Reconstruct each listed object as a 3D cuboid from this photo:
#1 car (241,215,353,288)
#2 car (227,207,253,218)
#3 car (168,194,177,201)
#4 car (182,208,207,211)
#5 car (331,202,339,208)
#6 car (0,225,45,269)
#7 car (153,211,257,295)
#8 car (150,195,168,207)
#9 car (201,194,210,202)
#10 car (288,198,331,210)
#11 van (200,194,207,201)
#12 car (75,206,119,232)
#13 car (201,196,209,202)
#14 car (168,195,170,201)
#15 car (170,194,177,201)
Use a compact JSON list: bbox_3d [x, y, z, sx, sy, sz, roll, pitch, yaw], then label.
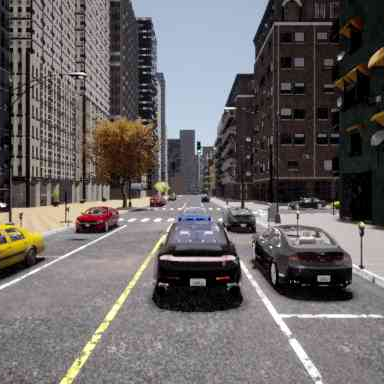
[{"bbox_3d":[2.725,1.552,9.030,2.008,1.369,4.403,0,0,0],"label":"car"},{"bbox_3d":[2.772,1.557,20.096,2.008,1.369,4.403,0,0,0],"label":"car"},{"bbox_3d":[-5.306,1.416,91.179,2.192,1.841,5.009,0,0,0],"label":"car"},{"bbox_3d":[0.168,1.607,20.628,1.895,1.301,4.718,0,0,0],"label":"car"},{"bbox_3d":[18.989,1.261,39.487,4.829,1.417,1.752,-1,1,0],"label":"car"},{"bbox_3d":[-5.656,1.527,8.896,1.752,1.417,4.829,0,0,0],"label":"car"},{"bbox_3d":[0.125,1.494,8.718,2.128,1.511,4.902,0,0,0],"label":"car"},{"bbox_3d":[-5.471,1.353,52.520,2.192,1.841,5.009,0,0,0],"label":"car"},{"bbox_3d":[3.005,1.635,74.575,1.947,1.339,4.313,0,0,0],"label":"car"},{"bbox_3d":[13.592,1.362,39.456,4.403,1.369,2.008,-1,1,0],"label":"car"},{"bbox_3d":[3.051,1.430,85.621,1.690,1.788,3.998,0,0,0],"label":"van"},{"bbox_3d":[-5.608,1.551,20.132,1.887,1.381,4.507,0,0,0],"label":"car"},{"bbox_3d":[3.029,1.604,80.267,1.752,1.417,4.829,0,0,0],"label":"car"},{"bbox_3d":[-5.447,1.611,58.043,1.947,1.339,4.313,0,0,0],"label":"car"},{"bbox_3d":[-5.329,1.655,85.657,1.947,1.339,4.313,0,0,0],"label":"car"}]
